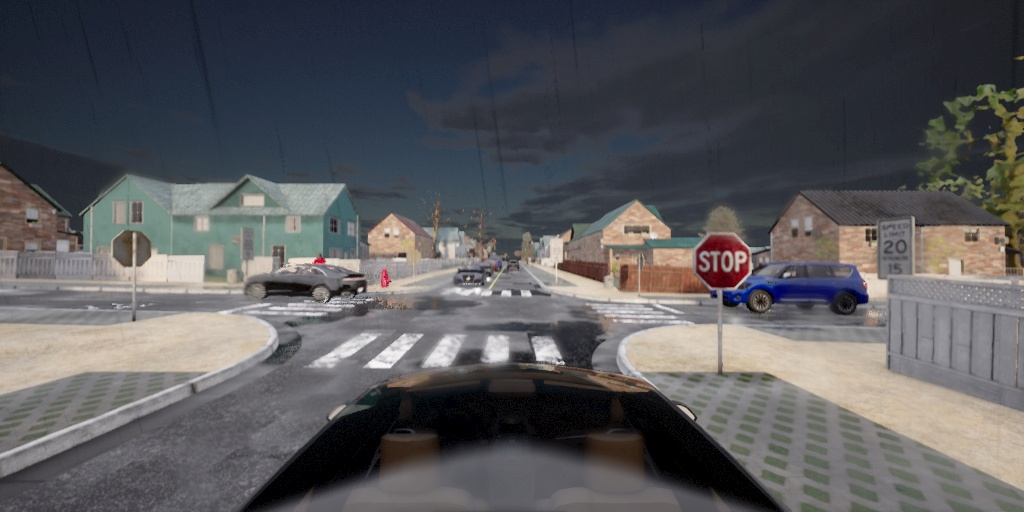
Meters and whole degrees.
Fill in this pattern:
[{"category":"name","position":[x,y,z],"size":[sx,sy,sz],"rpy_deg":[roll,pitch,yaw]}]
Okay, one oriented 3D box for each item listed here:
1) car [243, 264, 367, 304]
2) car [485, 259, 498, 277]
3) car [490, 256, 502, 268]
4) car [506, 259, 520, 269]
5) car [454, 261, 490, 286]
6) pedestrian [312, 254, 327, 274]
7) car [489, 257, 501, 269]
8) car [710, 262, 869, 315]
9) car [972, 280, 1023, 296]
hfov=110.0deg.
[{"category":"car","position":[-8.435,1.077,14.708],"size":[4.902,1.511,2.128],"rpy_deg":[1,-1,10]},{"category":"car","position":[-2.792,1.263,35.483],"size":[2.033,1.411,5.357],"rpy_deg":[0,0,0]},{"category":"car","position":[-2.703,0.956,56.496],"size":[2.150,2.045,5.566],"rpy_deg":[0,0,1]},{"category":"car","position":[0.183,1.236,54.214],"size":[1.837,1.490,4.892],"rpy_deg":[0,0,0]},{"category":"car","position":[-2.826,1.282,25.092],"size":[1.994,1.385,4.181],"rpy_deg":[0,0,-1]},{"category":"pedestrian","position":[-9.604,0.744,17.845],"size":[0.375,1.860,0.375],"rpy_deg":[0,-2,0]},{"category":"car","position":[-2.774,1.199,45.894],"size":[1.882,1.535,5.008],"rpy_deg":[0,0,0]},{"category":"car","position":[11.375,1.256,14.896],"size":[5.566,2.045,2.150],"rpy_deg":[1,-1,0]},{"category":"car","position":[21.497,1.741,14.874],"size":[5.008,1.535,1.882],"rpy_deg":[1,-1,0]}]
